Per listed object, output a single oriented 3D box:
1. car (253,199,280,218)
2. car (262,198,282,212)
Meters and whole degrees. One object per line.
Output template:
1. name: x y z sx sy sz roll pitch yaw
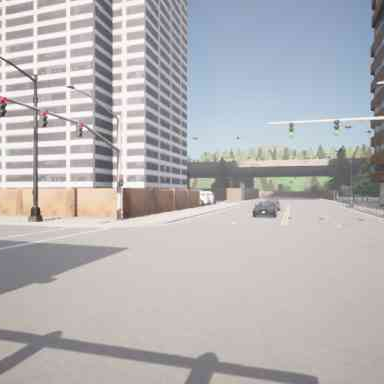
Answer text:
1. car: 6.762 1.564 30.614 1.994 1.385 4.181 0 0 17
2. car: 9.804 1.547 40.635 2.033 1.411 5.357 0 0 17
